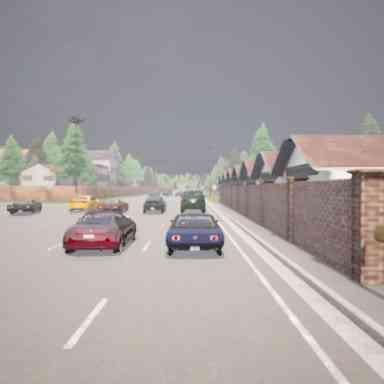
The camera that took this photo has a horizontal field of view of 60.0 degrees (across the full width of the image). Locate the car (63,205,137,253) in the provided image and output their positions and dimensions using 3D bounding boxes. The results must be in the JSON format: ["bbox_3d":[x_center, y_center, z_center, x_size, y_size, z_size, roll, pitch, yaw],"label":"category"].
[{"bbox_3d":[-3.405,1.414,12.957,1.994,1.385,4.181,0,1,0],"label":"car"}]

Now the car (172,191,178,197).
[{"bbox_3d":[-3.525,0.530,88.485,1.994,1.385,4.181,0,1,0],"label":"car"}]

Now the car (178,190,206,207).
[{"bbox_3d":[0.091,0.873,30.298,2.150,2.045,5.566,0,1,0],"label":"car"}]

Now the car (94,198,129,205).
[{"bbox_3d":[-6.908,1.261,29.630,1.895,1.301,4.718,0,1,0],"label":"car"}]

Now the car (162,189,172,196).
[{"bbox_3d":[-7.025,0.451,88.867,1.882,1.535,5.008,0,1,0],"label":"car"}]

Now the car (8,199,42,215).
[{"bbox_3d":[-14.693,1.262,29.543,1.895,1.301,4.718,0,1,-14],"label":"car"}]

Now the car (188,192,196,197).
[{"bbox_3d":[-0.025,0.572,88.517,1.895,1.301,4.718,0,1,0],"label":"car"}]

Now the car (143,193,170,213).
[{"bbox_3d":[-3.409,1.147,31.144,1.837,1.490,4.892,0,1,0],"label":"car"}]

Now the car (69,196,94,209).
[{"bbox_3d":[-10.409,1.102,32.684,1.882,1.535,5.008,0,1,0],"label":"car"}]

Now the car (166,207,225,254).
[{"bbox_3d":[0.095,1.454,12.660,1.895,1.301,4.718,0,1,0],"label":"car"}]

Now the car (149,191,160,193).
[{"bbox_3d":[-10.525,0.529,88.448,1.994,1.385,4.181,0,1,0],"label":"car"}]
